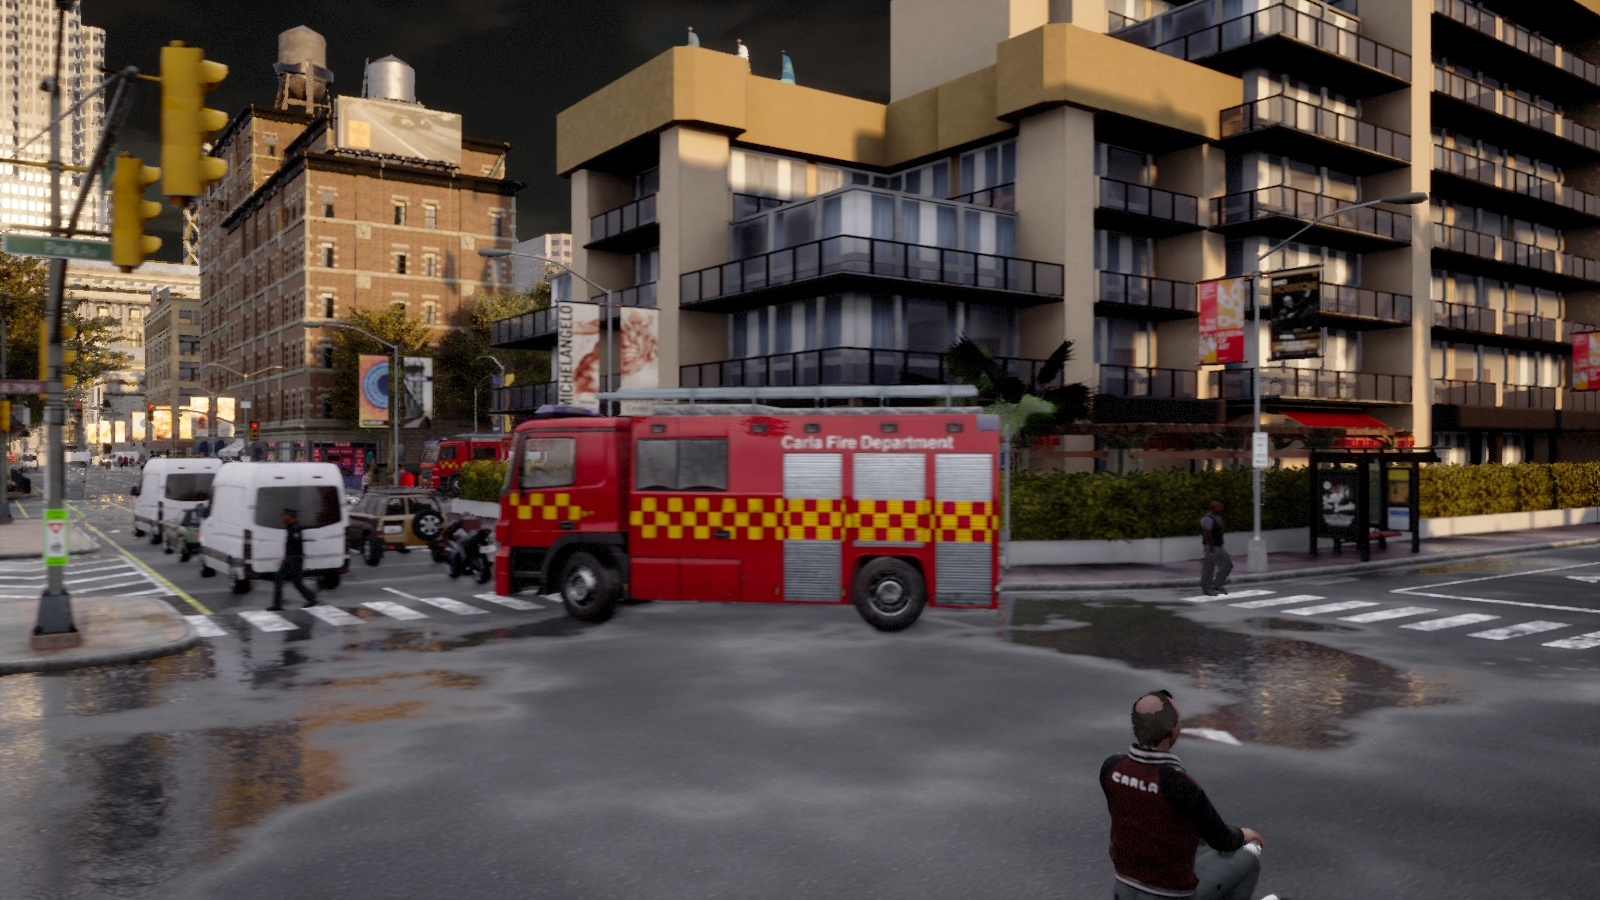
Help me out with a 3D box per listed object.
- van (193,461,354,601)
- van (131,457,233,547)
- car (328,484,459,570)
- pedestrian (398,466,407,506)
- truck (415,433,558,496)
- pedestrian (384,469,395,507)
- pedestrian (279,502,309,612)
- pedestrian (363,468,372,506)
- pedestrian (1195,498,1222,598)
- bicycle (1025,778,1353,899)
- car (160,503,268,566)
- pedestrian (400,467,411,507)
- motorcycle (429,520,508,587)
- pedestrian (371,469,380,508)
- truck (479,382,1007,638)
[{"bbox_3d":[-11.309,1.534,24.278,1.988,2.561,5.915,0,0,-36],"label":"van"},{"bbox_3d":[-19.553,1.534,35.991,1.988,2.561,5.915,0,0,-37],"label":"van"},{"bbox_3d":[-10.432,1.864,29.103,1.932,1.855,4.605,0,0,-36],"label":"car"},{"bbox_3d":[-18.745,1.696,53.915,0.375,1.860,0.375,0,0,-26],"label":"pedestrian"},{"bbox_3d":[-20.209,0.891,73.912,8.468,3.827,2.891,0,0,-38],"label":"truck"},{"bbox_3d":[-19.962,1.849,55.558,0.375,1.860,0.375,0,0,15],"label":"pedestrian"},{"bbox_3d":[-8.776,1.848,19.830,0.375,1.860,0.375,0,0,-43],"label":"pedestrian"},{"bbox_3d":[-21.694,1.849,57.268,0.375,1.860,0.375,0,0,-26],"label":"pedestrian"},{"bbox_3d":[7.772,1.849,21.741,0.375,1.860,0.375,0,0,42],"label":"pedestrian"},{"bbox_3d":[1.758,2.210,4.996,1.835,1.171,0.329,0,0,-35],"label":"bicycle"},{"bbox_3d":[-15.557,2.155,30.193,1.895,1.301,4.718,0,0,-35],"label":"car"},{"bbox_3d":[-18.185,1.696,52.674,0.375,1.860,0.375,0,0,-33],"label":"pedestrian"},{"bbox_3d":[-7.181,2.205,24.688,0.867,1.251,2.209,0,0,-39],"label":"motorcycle"},{"bbox_3d":[-20.551,1.849,55.351,0.375,1.860,0.375,0,0,-26],"label":"pedestrian"},{"bbox_3d":[-0.831,0.890,19.319,8.468,3.827,2.891,0,0,11],"label":"truck"}]
